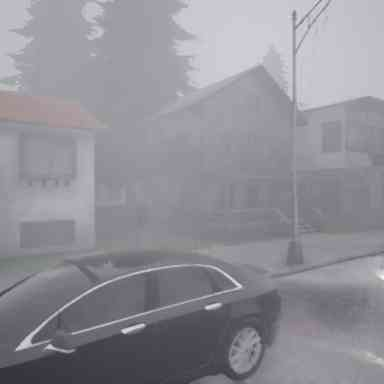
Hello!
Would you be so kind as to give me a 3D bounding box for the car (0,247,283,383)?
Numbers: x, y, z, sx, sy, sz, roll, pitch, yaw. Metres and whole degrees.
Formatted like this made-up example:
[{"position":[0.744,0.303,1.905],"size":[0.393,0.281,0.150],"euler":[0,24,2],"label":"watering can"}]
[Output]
[{"position":[-1.014,1.501,3.882],"size":[4.892,1.490,1.837],"euler":[0,0,-36],"label":"car"}]
